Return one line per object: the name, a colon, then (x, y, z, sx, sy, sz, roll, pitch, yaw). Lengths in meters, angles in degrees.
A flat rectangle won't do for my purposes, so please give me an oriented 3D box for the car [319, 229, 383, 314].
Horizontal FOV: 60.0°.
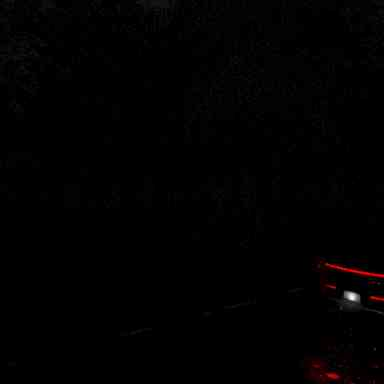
car: (4.721, 1.556, 7.107, 4.892, 1.490, 1.837, 0, 0, -35)
